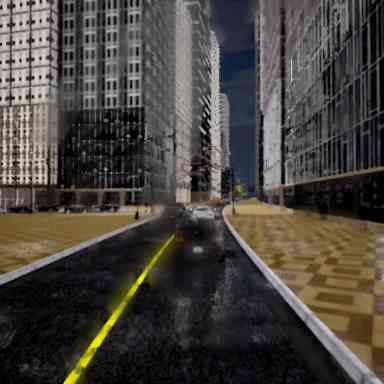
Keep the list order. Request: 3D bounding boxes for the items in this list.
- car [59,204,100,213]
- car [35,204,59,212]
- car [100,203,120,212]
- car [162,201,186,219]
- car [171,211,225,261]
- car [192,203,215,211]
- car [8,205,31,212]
[{"bbox_3d":[-16.003,2.423,47.345,4.403,1.369,2.008,-1,0,13],"label":"car"},{"bbox_3d":[-25.109,2.807,58.011,4.313,1.339,1.947,-1,0,13],"label":"car"},{"bbox_3d":[-14.141,2.567,55.514,4.403,1.369,2.008,-1,0,13],"label":"car"},{"bbox_3d":[-1.755,1.797,33.942,2.097,1.767,4.553,0,-1,5],"label":"car"},{"bbox_3d":[0.281,1.702,12.915,1.812,1.442,4.674,0,-1,2],"label":"car"},{"bbox_3d":[0.950,1.896,27.839,1.812,1.442,4.674,0,-1,4],"label":"car"},{"bbox_3d":[-30.593,2.921,59.259,4.313,1.339,1.947,-1,0,13],"label":"car"}]
